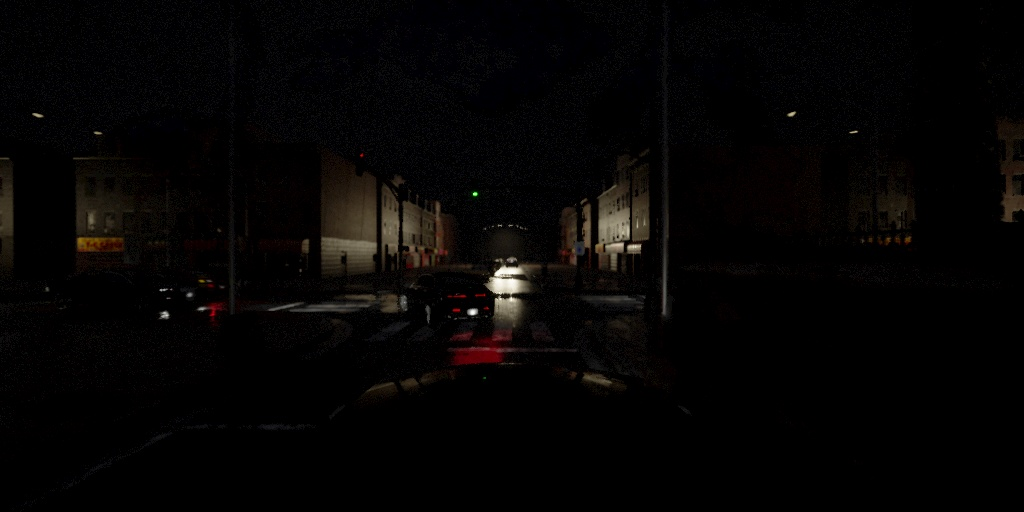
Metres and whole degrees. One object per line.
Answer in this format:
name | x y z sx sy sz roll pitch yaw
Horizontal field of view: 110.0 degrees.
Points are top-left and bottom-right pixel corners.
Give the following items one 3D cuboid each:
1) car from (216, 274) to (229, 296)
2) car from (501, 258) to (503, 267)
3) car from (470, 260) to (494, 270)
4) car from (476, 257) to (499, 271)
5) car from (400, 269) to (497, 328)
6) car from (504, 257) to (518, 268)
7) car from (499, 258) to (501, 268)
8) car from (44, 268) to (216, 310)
car | -15.992 1.280 16.959 4.674 1.442 1.812 0 0 0
car | -2.629 1.294 50.489 1.948 1.339 4.313 0 0 0
car | -2.633 1.261 28.511 1.751 1.417 4.829 0 0 0
car | -2.632 1.048 34.133 2.192 1.841 5.009 0 0 0
car | -2.246 1.256 11.659 1.837 1.490 4.892 1 -1 -30
car | 0.013 1.291 59.805 1.994 1.385 4.181 0 0 0
car | -2.630 1.255 44.868 1.751 1.417 4.829 0 0 0
car | -14.991 1.253 13.989 4.902 1.511 2.128 0 0 0
